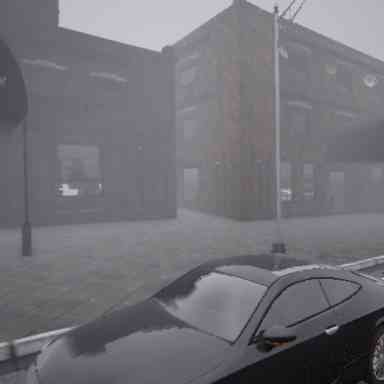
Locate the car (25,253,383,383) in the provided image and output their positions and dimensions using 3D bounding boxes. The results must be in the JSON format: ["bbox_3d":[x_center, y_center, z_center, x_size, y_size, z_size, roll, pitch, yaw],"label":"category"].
[{"bbox_3d":[0.653,1.524,3.820,4.674,1.442,1.812,0,0,-35],"label":"car"}]
